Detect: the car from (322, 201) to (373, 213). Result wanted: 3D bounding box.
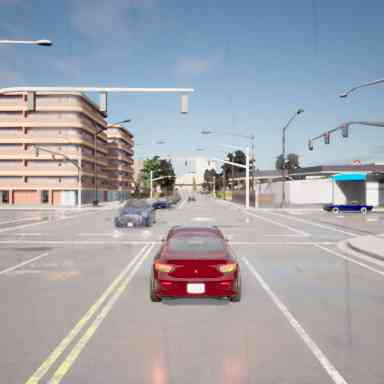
[{"bbox_3d":[16.508,1.601,35.464,4.718,1.301,1.895,0,0,1],"label":"car"}]

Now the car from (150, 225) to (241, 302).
[{"bbox_3d":[0.076,1.526,8.154,1.812,1.442,4.674,0,0,0],"label":"car"}]

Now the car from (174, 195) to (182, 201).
[{"bbox_3d":[-3.566,1.494,85.989,1.837,1.490,4.892,0,0,0],"label":"car"}]

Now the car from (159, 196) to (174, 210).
[{"bbox_3d":[-3.910,1.592,43.611,1.895,1.301,4.718,0,0,5],"label":"car"}]

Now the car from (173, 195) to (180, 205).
[{"bbox_3d":[-3.626,1.492,58.081,2.128,1.511,4.902,0,0,0],"label":"car"}]

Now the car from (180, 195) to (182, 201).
[{"bbox_3d":[-3.554,1.525,70.617,2.128,1.511,4.902,0,0,0],"label":"car"}]

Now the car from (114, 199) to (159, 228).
[{"bbox_3d":[-3.612,1.317,21.729,2.097,1.767,4.553,0,0,0],"label":"car"}]

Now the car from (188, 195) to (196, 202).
[{"bbox_3d":[-0.061,1.540,79.819,2.033,1.411,5.357,0,0,0],"label":"car"}]
